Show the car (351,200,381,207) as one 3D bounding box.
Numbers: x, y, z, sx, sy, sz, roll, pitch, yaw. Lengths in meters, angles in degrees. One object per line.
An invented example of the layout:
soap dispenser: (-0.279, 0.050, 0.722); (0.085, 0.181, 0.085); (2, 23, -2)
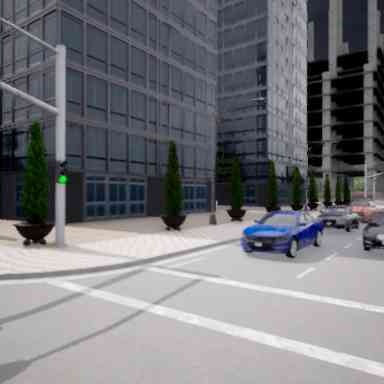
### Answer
car: (13.908, 1.443, 27.398); (2.097, 1.767, 4.553); (0, 0, 36)

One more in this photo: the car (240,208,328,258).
car: (3.699, 1.511, 13.263); (1.882, 1.535, 5.008); (0, 0, 36)

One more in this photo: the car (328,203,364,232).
car: (8.967, 1.627, 20.547); (1.994, 1.385, 4.181); (0, 0, 36)

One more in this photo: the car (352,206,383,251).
car: (8.301, 1.534, 13.650); (2.128, 1.511, 4.902); (0, 0, 36)

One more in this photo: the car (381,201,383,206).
car: (19.871, 1.651, 35.628); (1.812, 1.442, 4.674); (0, 0, 36)
